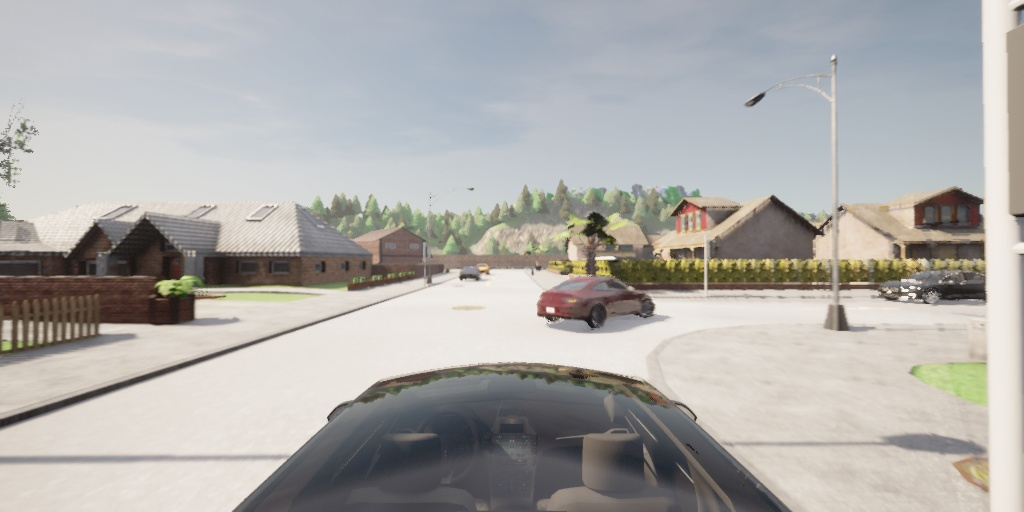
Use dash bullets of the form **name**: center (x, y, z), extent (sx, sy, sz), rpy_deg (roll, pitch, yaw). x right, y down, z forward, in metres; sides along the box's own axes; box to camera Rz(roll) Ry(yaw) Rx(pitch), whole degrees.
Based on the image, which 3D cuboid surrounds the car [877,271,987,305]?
- **car**: center (20.034, 1.437, 16.747), extent (4.892, 1.490, 1.837), rpy_deg (0, -1, 0)

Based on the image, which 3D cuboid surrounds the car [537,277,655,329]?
- **car**: center (2.824, 1.399, 11.787), extent (4.674, 1.442, 1.812), rpy_deg (1, -2, -42)

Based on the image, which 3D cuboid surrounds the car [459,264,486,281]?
- **car**: center (-4.076, 1.714, 35.943), extent (2.033, 1.411, 5.357), rpy_deg (0, -1, 0)

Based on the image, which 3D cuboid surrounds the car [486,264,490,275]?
- **car**: center (-4.055, 1.802, 48.926), extent (1.882, 1.535, 5.008), rpy_deg (0, -1, 0)
